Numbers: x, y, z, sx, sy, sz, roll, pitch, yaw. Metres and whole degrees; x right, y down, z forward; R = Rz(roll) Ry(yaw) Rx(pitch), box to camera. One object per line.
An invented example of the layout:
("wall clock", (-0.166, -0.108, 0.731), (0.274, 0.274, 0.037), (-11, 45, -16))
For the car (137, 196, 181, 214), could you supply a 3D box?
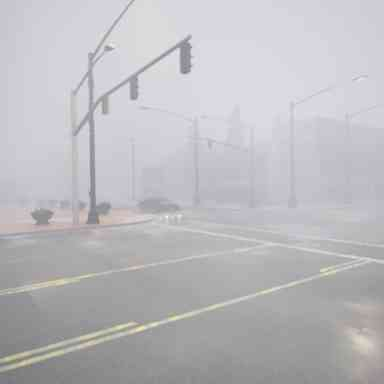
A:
("car", (-3.127, 1.113, 30.290), (2.033, 1.411, 5.357), (-1, 1, -35))
